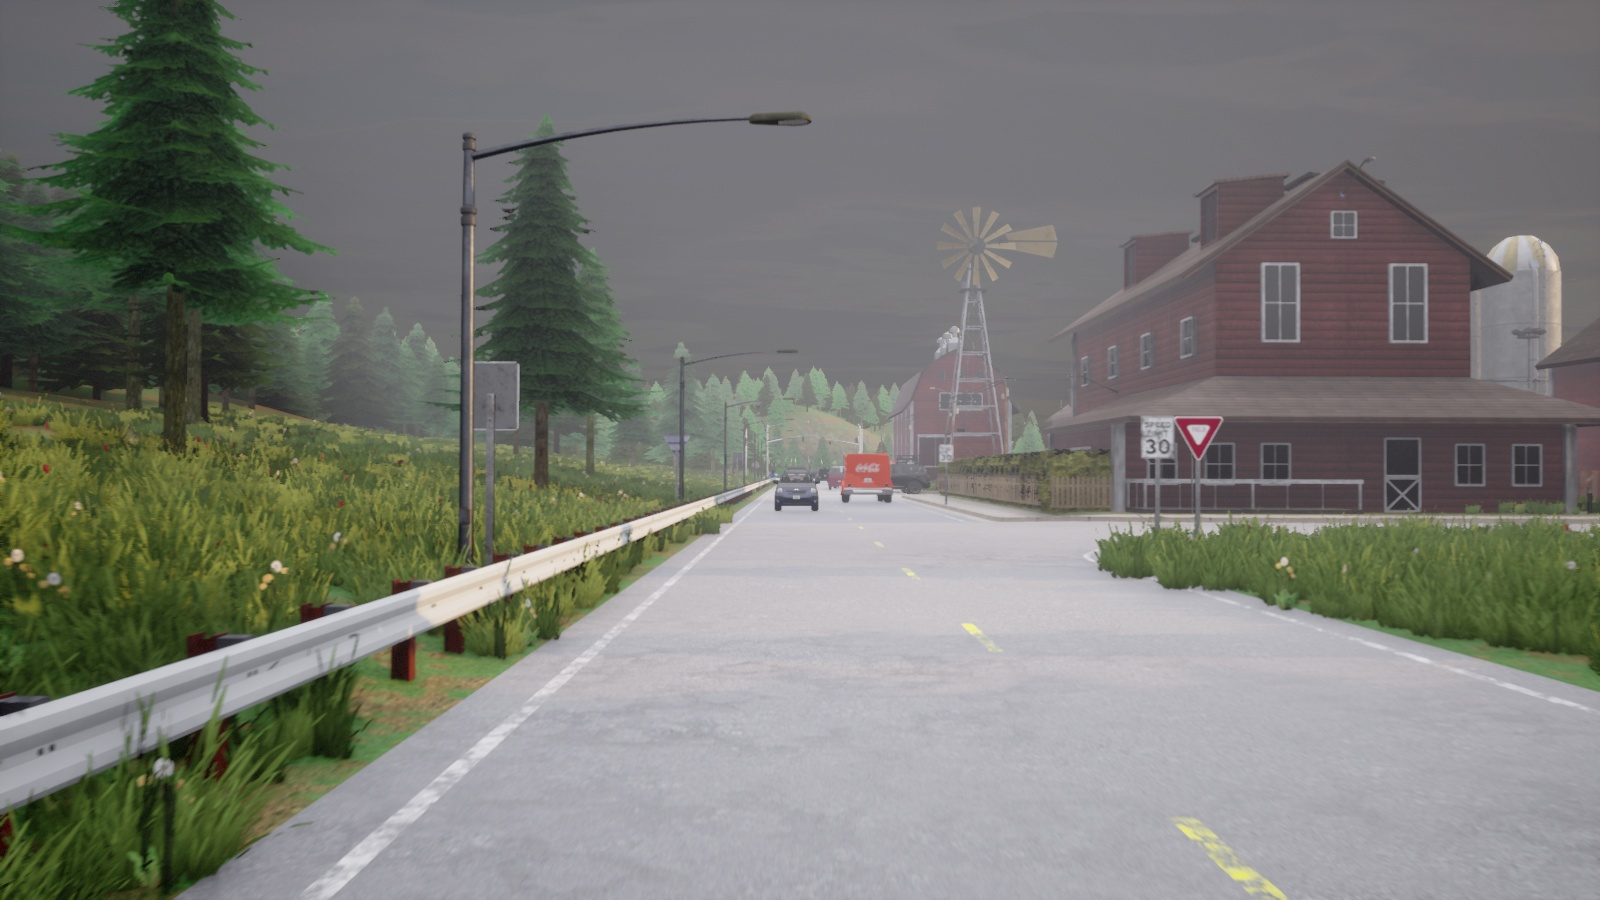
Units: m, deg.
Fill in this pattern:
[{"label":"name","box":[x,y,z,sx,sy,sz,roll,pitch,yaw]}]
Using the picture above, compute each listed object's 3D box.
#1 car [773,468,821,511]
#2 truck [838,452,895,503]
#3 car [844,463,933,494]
[{"label":"car","box":[-0.121,1.548,49.864,1.851,1.617,3.988,0,-1,0]},{"label":"truck","box":[3.342,1.393,64.414,2.627,2.467,5.204,0,-1,0]},{"label":"car","box":[5.937,1.925,84.582,5.566,2.045,2.150,0,-1,-10]}]
